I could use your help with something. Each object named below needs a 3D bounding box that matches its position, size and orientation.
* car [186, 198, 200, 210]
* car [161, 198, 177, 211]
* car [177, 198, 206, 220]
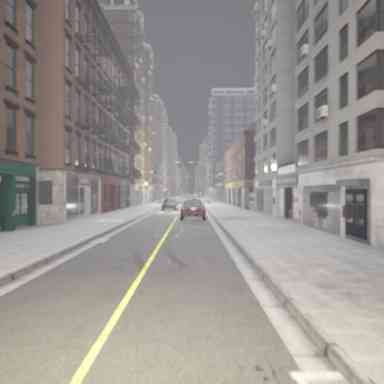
[{"bbox_3d":[0.082,1.587,44.707,1.812,1.442,4.674,0,0,0],"label":"car"},{"bbox_3d":[-2.771,1.566,41.684,1.837,1.490,4.892,0,-1,0],"label":"car"},{"bbox_3d":[0.088,1.388,28.454,2.097,1.767,4.553,0,0,0],"label":"car"}]
